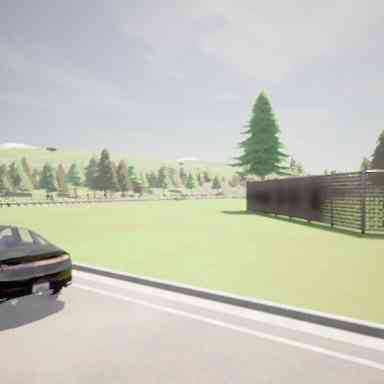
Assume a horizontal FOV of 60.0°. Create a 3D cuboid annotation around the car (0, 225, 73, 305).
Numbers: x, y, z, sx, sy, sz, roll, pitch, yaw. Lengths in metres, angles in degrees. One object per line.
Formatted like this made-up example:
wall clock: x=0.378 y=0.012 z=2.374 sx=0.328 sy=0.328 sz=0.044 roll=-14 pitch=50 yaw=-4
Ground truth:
car: x=-4.648 y=1.484 z=7.308 sx=4.902 sy=1.511 sz=2.128 roll=0 pitch=0 yaw=35
